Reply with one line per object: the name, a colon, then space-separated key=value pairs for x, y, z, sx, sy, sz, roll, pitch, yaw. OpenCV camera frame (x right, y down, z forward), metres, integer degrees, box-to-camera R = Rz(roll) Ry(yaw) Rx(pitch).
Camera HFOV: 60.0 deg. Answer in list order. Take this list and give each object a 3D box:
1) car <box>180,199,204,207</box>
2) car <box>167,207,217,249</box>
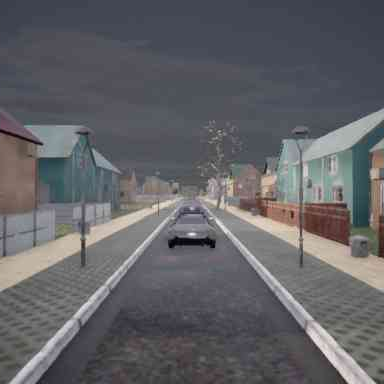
car: x=0.000 y=1.393 z=29.623 sx=2.097 sy=1.767 sz=4.553 roll=0 pitch=0 yaw=0
car: x=0.000 y=1.579 z=14.651 sx=1.994 sy=1.385 sz=4.181 roll=0 pitch=0 yaw=0
